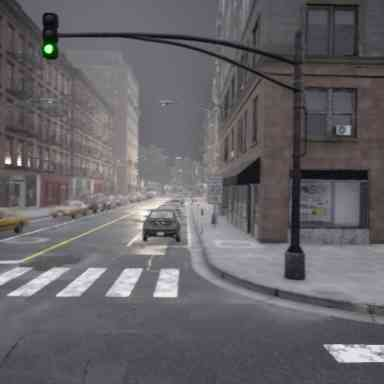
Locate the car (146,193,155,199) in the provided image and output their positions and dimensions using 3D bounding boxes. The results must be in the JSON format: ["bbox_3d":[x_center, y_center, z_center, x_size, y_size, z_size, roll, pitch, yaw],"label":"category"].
[{"bbox_3d":[-10.740,0.995,86.901,1.887,1.381,4.507,1,0,-1],"label":"car"}]

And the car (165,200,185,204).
[{"bbox_3d":[-1.433,1.440,21.287,1.887,1.381,4.507,1,0,-1],"label":"car"}]

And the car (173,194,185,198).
[{"bbox_3d":[-1.860,1.337,43.210,2.008,1.369,4.403,1,0,-1],"label":"car"}]

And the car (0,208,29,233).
[{"bbox_3d":[-9.373,1.326,15.479,1.752,1.417,4.829,1,0,-1],"label":"car"}]

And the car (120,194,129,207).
[{"bbox_3d":[-9.899,1.105,43.053,1.967,1.590,4.097,1,0,-1],"label":"car"}]

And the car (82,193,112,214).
[{"bbox_3d":[-9.687,1.034,32.090,2.192,1.841,5.009,1,0,-1],"label":"car"}]

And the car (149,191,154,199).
[{"bbox_3d":[-10.526,0.819,75.938,2.192,1.841,5.009,1,0,-1],"label":"car"}]

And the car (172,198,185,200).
[{"bbox_3d":[-1.540,1.419,26.768,2.008,1.369,4.403,1,0,-1],"label":"car"}]

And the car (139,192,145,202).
[{"bbox_3d":[-10.212,0.898,59.495,2.192,1.841,5.009,1,0,-1],"label":"car"}]

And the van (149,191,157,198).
[{"bbox_3d":[-10.841,0.765,92.381,1.690,1.788,3.998,1,0,-1],"label":"van"}]

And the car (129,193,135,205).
[{"bbox_3d":[-10.006,1.188,48.534,2.008,1.369,4.403,1,0,-1],"label":"car"}]

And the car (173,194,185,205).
[{"bbox_3d":[-2.072,1.173,54.172,1.967,1.590,4.097,1,0,-1],"label":"car"}]

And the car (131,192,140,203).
[{"bbox_3d":[-10.111,1.176,54.016,1.947,1.339,4.313,1,0,-1],"label":"car"}]

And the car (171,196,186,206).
[{"bbox_3d":[-1.967,1.310,48.691,2.008,1.369,4.403,1,0,-1],"label":"car"}]

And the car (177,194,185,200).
[{"bbox_3d":[-2.608,1.181,81.577,1.802,1.307,4.206,1,0,-1],"label":"car"}]

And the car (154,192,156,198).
[{"bbox_3d":[-10.631,0.792,81.419,2.192,1.841,5.009,1,0,-1],"label":"car"}]

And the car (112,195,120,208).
[{"bbox_3d":[-9.794,1.132,37.572,1.967,1.590,4.097,1,0,-1],"label":"car"}]

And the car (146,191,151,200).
[{"bbox_3d":[-10.426,1.112,70.458,1.802,1.307,4.206,1,0,-1],"label":"car"}]

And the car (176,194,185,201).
[{"bbox_3d":[-2.394,1.197,70.615,1.887,1.381,4.507,1,0,-1],"label":"car"}]

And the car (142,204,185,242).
[{"bbox_3d":[-1.326,1.473,15.806,2.008,1.369,4.403,1,0,-1],"label":"car"}]

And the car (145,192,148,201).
[{"bbox_3d":[-10.317,1.083,64.807,1.752,1.417,4.829,1,0,-1],"label":"car"}]

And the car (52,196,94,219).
[{"bbox_3d":[-9.583,1.272,26.440,1.752,1.417,4.829,1,0,-1],"label":"car"}]
